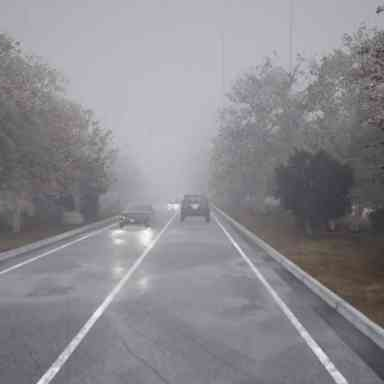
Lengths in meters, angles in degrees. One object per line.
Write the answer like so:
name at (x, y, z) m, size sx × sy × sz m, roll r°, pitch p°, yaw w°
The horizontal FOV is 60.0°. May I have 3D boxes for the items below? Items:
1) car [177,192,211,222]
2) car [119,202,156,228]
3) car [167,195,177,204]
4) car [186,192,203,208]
car at (0.257, 1.141, 25.862) m, size 2.150 × 2.045 × 5.566 m, roll 0°, pitch 0°, yaw 1°
car at (-3.451, 1.429, 21.809) m, size 1.837 × 1.490 × 4.892 m, roll 0°, pitch 0°, yaw 1°
car at (-3.160, 1.261, 57.771) m, size 2.128 × 1.511 × 4.902 m, roll 0°, pitch 0°, yaw 1°
car at (0.372, 1.070, 45.820) m, size 2.150 × 2.045 × 5.566 m, roll 0°, pitch 0°, yaw 0°
